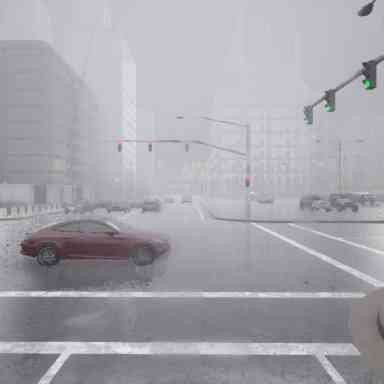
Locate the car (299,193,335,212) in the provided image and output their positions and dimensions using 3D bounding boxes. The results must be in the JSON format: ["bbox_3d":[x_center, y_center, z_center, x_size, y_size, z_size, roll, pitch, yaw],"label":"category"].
[{"bbox_3d":[13.159,1.153,35.744,1.932,1.855,4.605,0,0,0],"label":"car"}]

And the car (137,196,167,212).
[{"bbox_3d":[-4.322,1.491,36.357,2.128,1.511,4.902,0,0,0],"label":"car"}]

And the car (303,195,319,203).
[{"bbox_3d":[24.446,1.395,68.286,1.970,1.475,3.806,0,0,0],"label":"car"}]

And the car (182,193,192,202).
[{"bbox_3d":[-1.122,1.181,74.394,2.097,1.767,4.553,0,0,0],"label":"car"}]

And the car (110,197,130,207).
[{"bbox_3d":[-11.592,1.547,53.943,2.033,1.411,5.357,0,0,0],"label":"car"}]

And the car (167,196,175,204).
[{"bbox_3d":[-4.568,1.564,66.060,1.994,1.385,4.181,0,0,0],"label":"car"}]

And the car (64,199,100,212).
[{"bbox_3d":[-11.481,1.492,34.135,2.128,1.511,4.902,0,0,0],"label":"car"}]

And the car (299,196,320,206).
[{"bbox_3d":[18.716,1.395,53.170,1.970,1.475,3.806,0,0,0],"label":"car"}]

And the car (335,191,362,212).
[{"bbox_3d":[16.053,1.156,35.696,1.905,1.878,3.866,0,0,0],"label":"car"}]

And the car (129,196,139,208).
[{"bbox_3d":[-8.047,1.352,45.432,2.097,1.767,4.553,0,0,0],"label":"car"}]

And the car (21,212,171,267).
[{"bbox_3d":[-3.010,1.526,10.787,4.674,1.442,1.812,0,0,-1],"label":"car"}]

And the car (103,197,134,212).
[{"bbox_3d":[-7.996,1.564,36.730,1.994,1.385,4.181,0,0,0],"label":"car"}]

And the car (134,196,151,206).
[{"bbox_3d":[-8.096,1.491,55.316,2.128,1.511,4.902,0,0,0],"label":"car"}]

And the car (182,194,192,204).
[{"bbox_3d":[-1.070,1.601,65.665,1.895,1.301,4.718,0,0,0],"label":"car"}]

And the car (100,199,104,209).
[{"bbox_3d":[-11.536,1.601,43.403,1.895,1.301,4.718,0,0,0],"label":"car"}]

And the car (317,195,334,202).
[{"bbox_3d":[27.341,1.364,68.293,1.784,1.438,3.905,0,0,0],"label":"car"}]
